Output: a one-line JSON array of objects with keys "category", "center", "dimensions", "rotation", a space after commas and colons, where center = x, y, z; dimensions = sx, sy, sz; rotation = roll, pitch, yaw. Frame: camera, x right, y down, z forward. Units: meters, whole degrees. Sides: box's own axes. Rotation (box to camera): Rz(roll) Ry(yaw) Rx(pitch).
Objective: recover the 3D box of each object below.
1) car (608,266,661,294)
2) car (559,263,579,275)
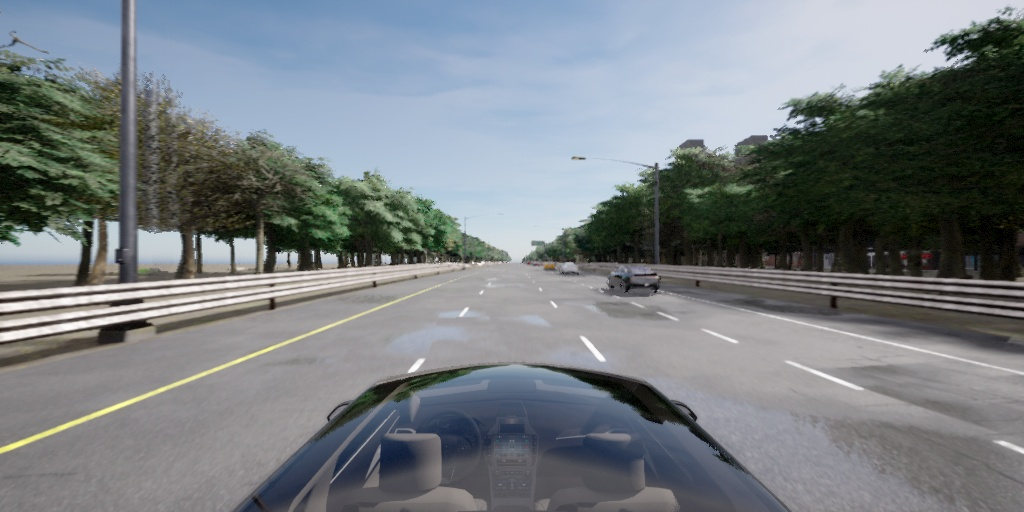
[{"category": "car", "center": [7.023, 1.322, 21.084], "dimensions": [2.128, 1.511, 4.902], "rotation": [0, 0, 0]}, {"category": "car", "center": [7.107, 1.585, 44.925], "dimensions": [1.812, 1.442, 4.674], "rotation": [0, -1, 0]}]
